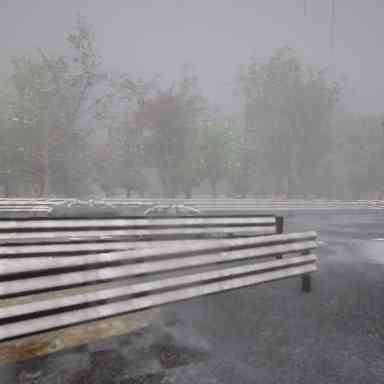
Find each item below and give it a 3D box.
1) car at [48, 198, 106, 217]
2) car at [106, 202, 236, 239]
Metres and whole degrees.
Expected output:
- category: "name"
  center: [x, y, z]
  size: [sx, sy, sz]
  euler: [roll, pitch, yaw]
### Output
- category: "car"
  center: [-5.488, 1.122, 18.807]
  size: [4.902, 1.511, 2.128]
  euler: [1, 0, -20]
- category: "car"
  center: [-0.646, 1.176, 13.113]
  size: [4.902, 1.511, 2.128]
  euler: [1, 0, -20]
